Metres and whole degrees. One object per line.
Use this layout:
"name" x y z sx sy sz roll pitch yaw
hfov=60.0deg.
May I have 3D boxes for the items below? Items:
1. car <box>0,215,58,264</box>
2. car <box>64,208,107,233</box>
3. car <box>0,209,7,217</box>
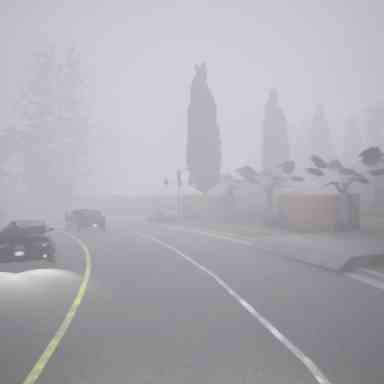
"car" -5.950 1.712 12.006 1.994 1.385 4.181 0 -1 -21
"car" -7.230 1.815 22.320 1.837 1.490 4.892 0 -1 -33
"car" -21.587 2.237 35.244 4.181 1.385 1.994 -1 -1 29
